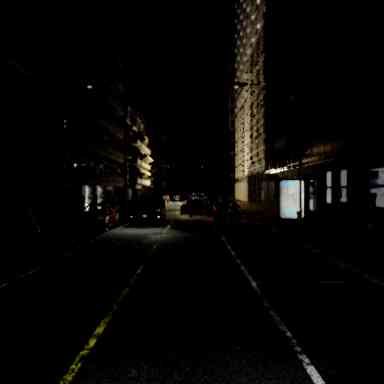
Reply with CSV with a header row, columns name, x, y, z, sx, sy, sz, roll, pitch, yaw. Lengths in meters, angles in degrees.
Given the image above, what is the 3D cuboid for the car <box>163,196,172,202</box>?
name,x,y,z,sx,sy,sz,roll,pitch,yaw
car,-5.685,1.527,76.411,1.802,1.307,4.206,0,0,0

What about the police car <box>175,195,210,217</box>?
name,x,y,z,sx,sy,sz,roll,pitch,yaw
police car,0.250,1.393,30.720,1.930,1.638,5.238,0,0,-18

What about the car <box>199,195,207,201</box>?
name,x,y,z,sx,sy,sz,roll,pitch,yaw
car,2.696,1.495,82.060,2.008,1.369,4.403,0,0,0

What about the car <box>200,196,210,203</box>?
name,x,y,z,sx,sy,sz,roll,pitch,yaw
car,2.695,1.491,70.762,1.887,1.381,4.507,0,0,0

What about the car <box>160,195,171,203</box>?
name,x,y,z,sx,sy,sz,roll,pitch,yaw
car,-5.685,1.387,70.763,1.967,1.590,4.097,0,0,0

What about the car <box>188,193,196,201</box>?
name,x,y,z,sx,sy,sz,roll,pitch,yaw
car,0.006,1.174,82.465,2.097,1.767,4.553,0,0,0

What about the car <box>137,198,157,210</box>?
name,x,y,z,sx,sy,sz,roll,pitch,yaw
car,-5.688,1.525,42.520,1.947,1.339,4.313,0,0,0

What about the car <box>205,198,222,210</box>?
name,x,y,z,sx,sy,sz,roll,pitch,yaw
car,2.694,1.525,42.520,1.947,1.339,4.313,0,0,0

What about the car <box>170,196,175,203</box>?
name,x,y,z,sx,sy,sz,roll,pitch,yaw
car,-2.999,1.499,66.133,2.033,1.411,5.357,0,0,0

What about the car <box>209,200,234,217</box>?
name,x,y,z,sx,sy,sz,roll,pitch,yaw
car,2.692,1.518,31.223,2.008,1.369,4.403,0,0,0

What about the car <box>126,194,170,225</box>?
name,x,y,z,sx,sy,sz,roll,pitch,yaw
car,-3.098,1.195,24.506,2.150,2.045,5.566,0,0,0

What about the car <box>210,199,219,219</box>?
name,x,y,z,sx,sy,sz,roll,pitch,yaw
car,2.692,1.413,25.573,1.967,1.590,4.097,0,0,0

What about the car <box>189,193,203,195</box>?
name,x,y,z,sx,sy,sz,roll,pitch,yaw
car,0.675,1.180,46.759,2.150,2.045,5.566,0,0,-4

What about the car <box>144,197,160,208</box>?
name,x,y,z,sx,sy,sz,roll,pitch,yaw
car,-5.687,1.481,47.999,1.752,1.417,4.829,0,0,0

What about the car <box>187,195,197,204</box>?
name,x,y,z,sx,sy,sz,roll,pitch,yaw
car,0.006,1.453,65.453,1.837,1.490,4.892,0,0,0

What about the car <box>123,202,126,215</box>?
name,x,y,z,sx,sy,sz,roll,pitch,yaw
car,-5.688,1.519,31.223,2.008,1.369,4.403,0,0,0

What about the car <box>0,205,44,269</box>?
name,x,y,z,sx,sy,sz,roll,pitch,yaw
car,-5.690,1.306,8.629,2.192,1.841,5.009,0,0,0

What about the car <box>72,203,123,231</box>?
name,x,y,z,sx,sy,sz,roll,pitch,yaw
car,-5.689,1.419,19.926,1.967,1.590,4.097,0,0,0

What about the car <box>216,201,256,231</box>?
name,x,y,z,sx,sy,sz,roll,pitch,yaw
car,2.692,1.504,20.096,1.752,1.417,4.829,0,0,0
